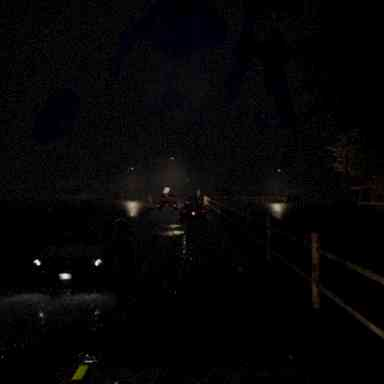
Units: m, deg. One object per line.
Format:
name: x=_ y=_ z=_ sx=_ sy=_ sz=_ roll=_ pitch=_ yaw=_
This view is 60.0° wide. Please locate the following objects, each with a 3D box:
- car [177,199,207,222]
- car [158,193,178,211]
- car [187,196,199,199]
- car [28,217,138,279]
car: x=0.104 y=1.460 z=25.246 sx=1.994 sy=1.385 sz=4.181 roll=0 pitch=0 yaw=0
car: x=-2.840 y=1.113 z=40.040 sx=2.150 sy=2.045 sz=5.566 roll=0 pitch=0 yaw=0
car: x=0.105 y=1.245 z=40.987 sx=2.097 sy=1.767 sz=4.553 roll=0 pitch=0 yaw=0
car: x=-2.847 y=1.495 z=10.109 sx=2.033 sy=1.411 sz=5.357 roll=0 pitch=0 yaw=0
